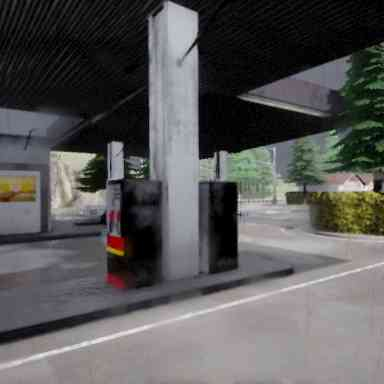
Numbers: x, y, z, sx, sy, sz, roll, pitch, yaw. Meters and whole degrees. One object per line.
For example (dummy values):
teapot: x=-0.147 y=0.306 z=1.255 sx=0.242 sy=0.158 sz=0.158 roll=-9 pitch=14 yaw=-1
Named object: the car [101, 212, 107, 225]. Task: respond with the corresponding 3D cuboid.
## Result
car: x=-3.762 y=1.423 z=22.346 sx=4.611 sy=1.667 sz=2.242 roll=0 pitch=0 yaw=-36
